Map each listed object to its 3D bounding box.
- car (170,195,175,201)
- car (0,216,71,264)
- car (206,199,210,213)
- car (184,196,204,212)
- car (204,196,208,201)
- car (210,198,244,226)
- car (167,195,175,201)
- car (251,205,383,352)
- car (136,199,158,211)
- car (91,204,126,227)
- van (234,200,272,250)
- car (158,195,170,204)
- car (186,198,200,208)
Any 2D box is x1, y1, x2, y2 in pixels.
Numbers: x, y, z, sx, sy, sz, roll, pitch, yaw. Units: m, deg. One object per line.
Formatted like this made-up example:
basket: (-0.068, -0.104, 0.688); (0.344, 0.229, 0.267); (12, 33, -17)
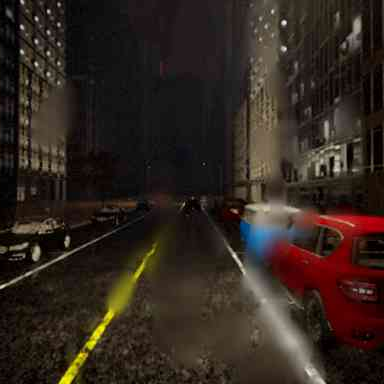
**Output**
car: (-5.670, 1.568, 84.956); (1.752, 1.417, 4.829); (1, 0, 0)
car: (-5.681, 1.560, 11.770); (2.008, 1.369, 4.403); (1, 0, 0)
car: (2.702, 1.606, 34.360); (1.802, 1.307, 4.206); (1, 0, 0)
car: (0.107, 1.530, 38.824); (1.837, 1.490, 4.892); (0, 0, 0)
car: (2.704, 1.553, 40.171); (1.752, 1.417, 4.829); (1, 0, 0)
car: (2.704, 1.332, 23.077); (2.192, 1.841, 5.009); (1, 0, 0)
car: (-5.669, 1.589, 90.769); (1.887, 1.381, 4.507); (1, 0, 0)
car: (2.701, 1.320, 6.153); (2.192, 1.841, 5.009); (1, 0, 0)
car: (-5.677, 1.578, 39.984); (2.008, 1.369, 4.403); (1, 0, 0)
car: (-5.680, 1.568, 23.055); (2.008, 1.369, 4.403); (1, 0, 0)
van: (2.701, 1.350, 11.795); (1.690, 1.788, 3.998); (1, 0, 0)
car: (-5.674, 1.582, 62.554); (1.887, 1.381, 4.507); (1, 0, 0)
car: (0.103, 1.580, 49.468); (2.033, 1.411, 5.357); (0, 0, 0)
